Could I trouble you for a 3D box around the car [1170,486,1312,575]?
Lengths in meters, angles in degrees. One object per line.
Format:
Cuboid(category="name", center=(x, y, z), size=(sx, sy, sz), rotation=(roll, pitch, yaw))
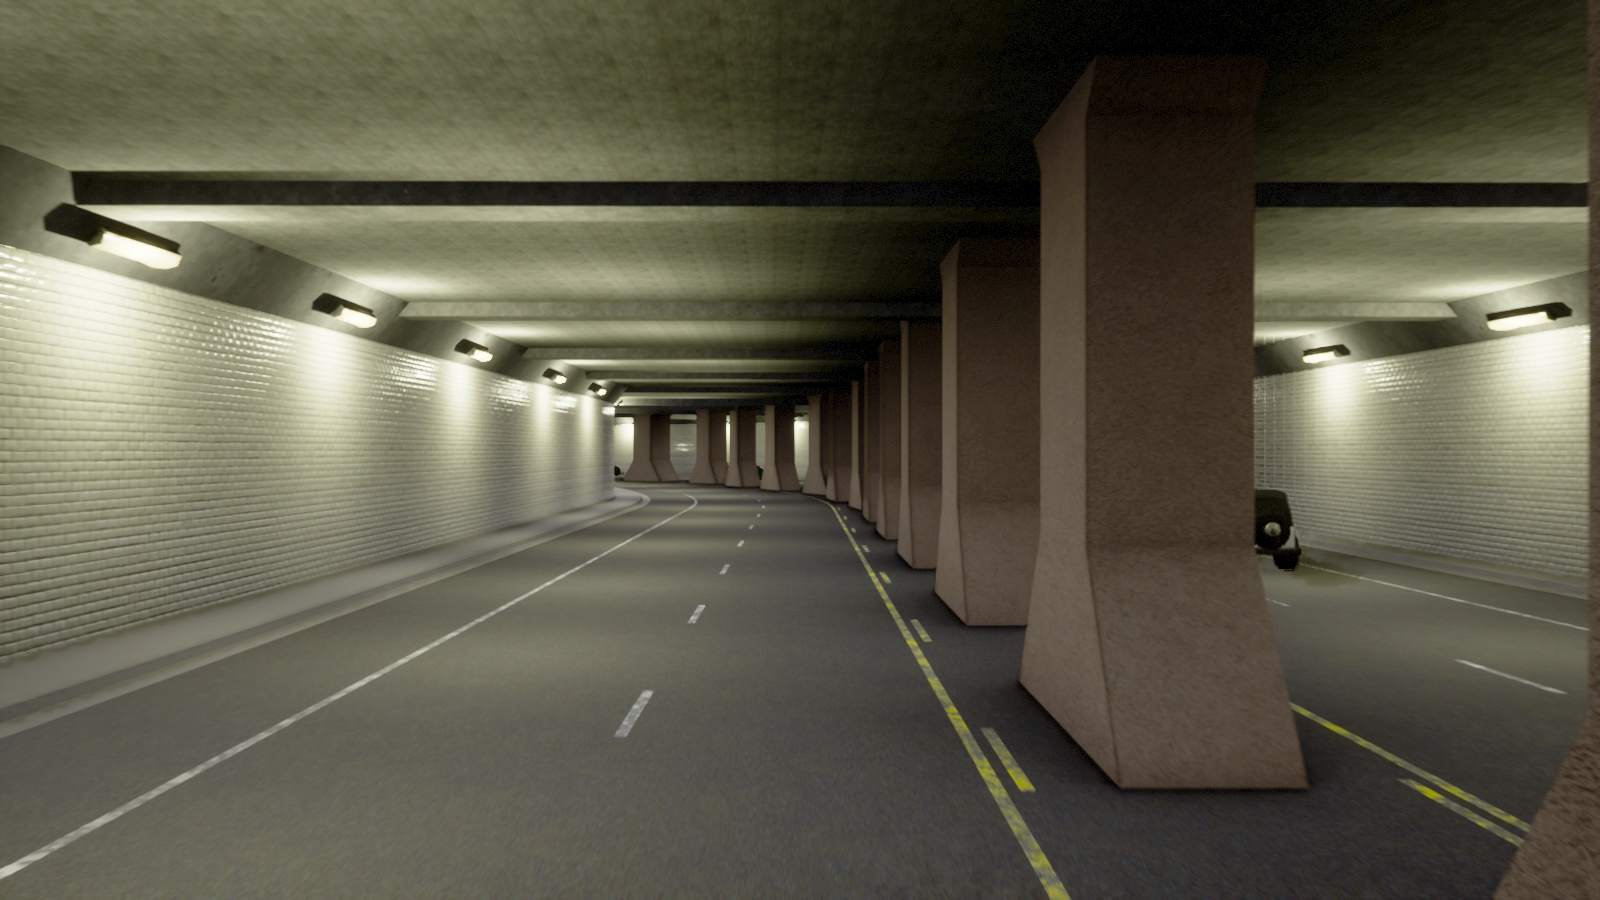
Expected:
Cuboid(category="car", center=(10.491, 1.857, 27.490), size=(1.905, 1.878, 3.866), rotation=(0, 0, 0))
